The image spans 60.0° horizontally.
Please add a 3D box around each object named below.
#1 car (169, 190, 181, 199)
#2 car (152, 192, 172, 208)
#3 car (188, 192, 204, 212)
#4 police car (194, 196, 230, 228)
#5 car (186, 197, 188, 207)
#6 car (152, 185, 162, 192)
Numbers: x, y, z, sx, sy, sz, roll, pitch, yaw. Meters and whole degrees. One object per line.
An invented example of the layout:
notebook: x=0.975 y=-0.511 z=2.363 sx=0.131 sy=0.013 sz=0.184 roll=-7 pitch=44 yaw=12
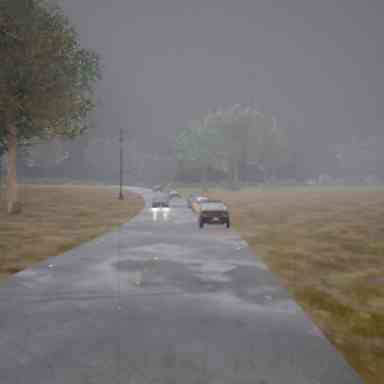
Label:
car: x=-3.098 y=0.388 z=56.906 sx=1.812 sy=1.442 sz=4.674 roll=0 pitch=3 yaw=-12
car: x=-3.717 y=1.113 z=39.295 sx=1.994 sy=1.385 sz=4.181 roll=0 pitch=2 yaw=-6
car: x=0.933 y=1.184 z=32.122 sx=1.801 sy=1.575 sz=5.366 roll=-2 pitch=2 yaw=-4
police car: x=1.346 y=1.349 z=21.946 sx=1.930 sy=1.638 sz=5.238 roll=0 pitch=1 yaw=-1
car: x=0.488 y=0.900 z=37.959 sx=2.097 sy=1.767 sz=4.553 roll=-1 pitch=1 yaw=-5
car: x=-8.186 y=-0.779 z=77.636 sx=1.837 sy=1.490 sz=4.892 roll=0 pitch=3 yaw=-18
